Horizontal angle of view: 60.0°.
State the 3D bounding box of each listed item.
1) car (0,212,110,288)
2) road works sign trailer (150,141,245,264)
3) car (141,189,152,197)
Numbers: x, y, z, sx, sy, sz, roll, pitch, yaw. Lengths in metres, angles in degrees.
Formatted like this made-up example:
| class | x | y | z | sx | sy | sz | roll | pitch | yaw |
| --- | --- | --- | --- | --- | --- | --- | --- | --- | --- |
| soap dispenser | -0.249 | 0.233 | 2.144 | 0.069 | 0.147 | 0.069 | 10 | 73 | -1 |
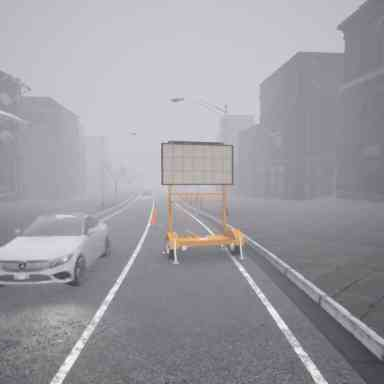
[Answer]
| class | x | y | z | sx | sy | sz | roll | pitch | yaw |
| --- | --- | --- | --- | --- | --- | --- | --- | --- | --- |
| car | -3.389 | 1.294 | 8.727 | 1.812 | 1.442 | 4.674 | 0 | 1 | -3 |
| road works sign trailer | 0.141 | 0.174 | 10.847 | 2.380 | 3.560 | 2.880 | -1 | 1 | -16 |
| car | -8.677 | 0.180 | 63.453 | 1.994 | 1.385 | 4.181 | 0 | 3 | -6 |
